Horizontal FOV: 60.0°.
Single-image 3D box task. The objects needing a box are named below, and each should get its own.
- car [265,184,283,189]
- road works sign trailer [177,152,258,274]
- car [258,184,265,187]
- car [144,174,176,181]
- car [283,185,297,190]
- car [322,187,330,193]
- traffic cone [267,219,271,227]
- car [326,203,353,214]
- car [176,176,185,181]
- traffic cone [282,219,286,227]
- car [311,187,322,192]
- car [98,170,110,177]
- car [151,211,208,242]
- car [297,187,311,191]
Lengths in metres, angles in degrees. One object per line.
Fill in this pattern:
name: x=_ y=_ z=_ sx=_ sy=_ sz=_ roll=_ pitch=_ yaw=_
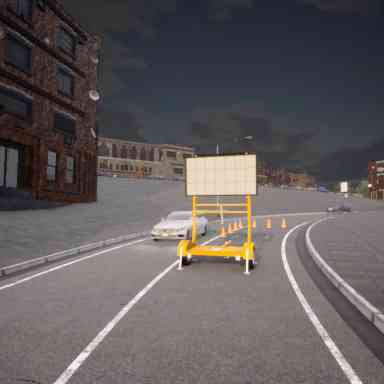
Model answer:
car: x=17.080 y=-1.031 z=73.611 sx=4.792 sy=1.488 sz=2.163 roll=3 pitch=-6 yaw=-37
road works sign trailer: x=1.002 y=0.528 z=10.974 sx=2.380 sy=3.560 sz=2.880 roll=-1 pitch=-1 yaw=18
car: x=12.484 y=-1.455 z=70.215 sx=4.553 sy=1.767 sz=2.185 roll=3 pitch=-6 yaw=-35
car: x=-5.974 y=-2.264 z=58.025 sx=4.892 sy=1.521 sz=2.231 roll=2 pitch=-5 yaw=-32
car: x=21.445 y=-0.754 z=76.979 sx=4.674 sy=1.452 sz=2.002 roll=3 pitch=-6 yaw=-38
car: x=34.176 y=-0.132 z=87.719 sx=5.566 sy=2.045 sz=2.435 roll=5 pitch=-6 yaw=-41
traffic cone: x=5.373 y=2.167 z=23.223 sx=0.340 sy=0.580 sz=0.340 roll=-2 pitch=-1 yaw=17
car: x=21.110 y=2.298 z=47.518 sx=4.902 sy=1.511 sz=2.128 roll=1 pitch=-4 yaw=-37
car: x=-1.282 y=-2.058 z=60.924 sx=4.892 sy=1.521 sz=2.231 roll=3 pitch=-5 yaw=-32
traffic cone: x=6.325 y=2.137 z=22.929 sx=0.340 sy=0.580 sz=0.340 roll=-2 pitch=-1 yaw=17
car: x=29.961 y=-0.341 z=84.021 sx=4.553 sy=1.767 sz=2.185 roll=4 pitch=-6 yaw=-40
car: x=-15.286 y=-2.773 z=52.301 sx=4.553 sy=1.767 sz=2.185 roll=2 pitch=-5 yaw=-32
car: x=-0.489 y=1.720 z=17.373 sx=1.812 sy=1.442 sz=4.674 roll=-2 pitch=-1 yaw=19
car: x=25.660 y=-0.523 z=80.381 sx=4.892 sy=1.521 sz=2.231 roll=4 pitch=-6 yaw=-39
